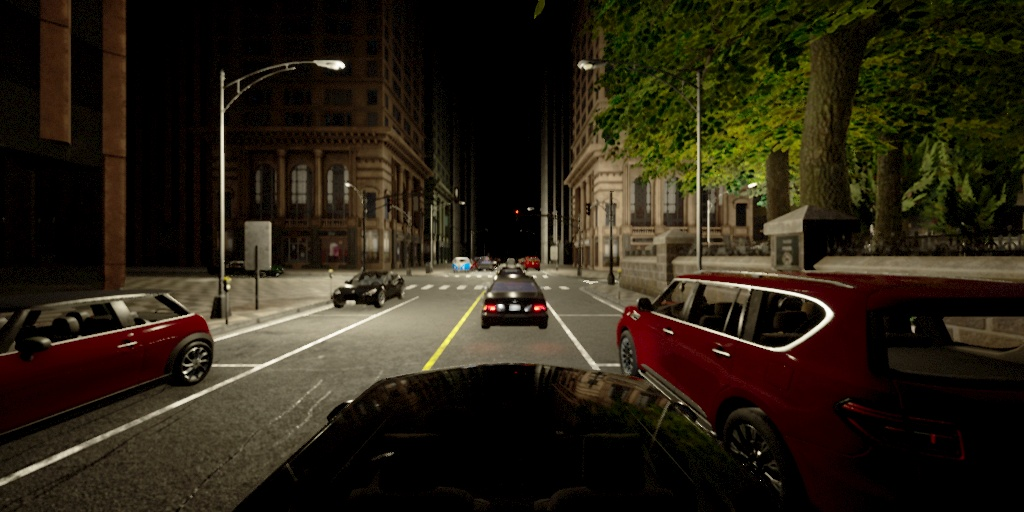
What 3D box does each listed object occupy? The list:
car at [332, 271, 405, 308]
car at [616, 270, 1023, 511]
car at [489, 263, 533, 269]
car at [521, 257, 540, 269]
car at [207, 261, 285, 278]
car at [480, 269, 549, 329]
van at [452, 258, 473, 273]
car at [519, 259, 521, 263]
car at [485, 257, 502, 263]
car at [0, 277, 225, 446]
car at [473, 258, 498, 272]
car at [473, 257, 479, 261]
[{"bbox_3d":[-5.800,1.303,15.068,1.948,1.339,4.313,0,0,0],"label":"car"},{"bbox_3d":[2.758,1.063,4.056,2.192,1.841,5.009,0,0,0],"label":"car"},{"bbox_3d":[-0.053,1.297,20.554,1.994,1.385,4.181,0,0,0],"label":"car"},{"bbox_3d":[2.630,1.040,47.199,2.192,1.841,5.009,0,0,0],"label":"car"},{"bbox_3d":[-19.820,1.045,26.932,4.718,1.301,1.895,1,0,0],"label":"car"},{"bbox_3d":[0.054,1.289,11.160,2.033,1.411,5.357,0,0,0],"label":"car"},{"bbox_3d":[-5.879,1.066,41.725,1.690,1.789,3.998,0,0,0],"label":"van"},{"bbox_3d":[2.614,1.042,52.640,2.192,1.841,5.009,0,0,0],"label":"car"},{"bbox_3d":[-3.248,1.279,61.002,2.033,1.411,5.357,0,0,0],"label":"car"},{"bbox_3d":[-5.768,1.188,4.020,1.967,1.591,4.097,0,0,0],"label":"car"},{"bbox_3d":[-3.222,1.273,44.678,2.033,1.411,5.357,0,0,0],"label":"car"},{"bbox_3d":[-5.895,1.165,47.165,1.967,1.591,4.097,0,0,0],"label":"car"}]
